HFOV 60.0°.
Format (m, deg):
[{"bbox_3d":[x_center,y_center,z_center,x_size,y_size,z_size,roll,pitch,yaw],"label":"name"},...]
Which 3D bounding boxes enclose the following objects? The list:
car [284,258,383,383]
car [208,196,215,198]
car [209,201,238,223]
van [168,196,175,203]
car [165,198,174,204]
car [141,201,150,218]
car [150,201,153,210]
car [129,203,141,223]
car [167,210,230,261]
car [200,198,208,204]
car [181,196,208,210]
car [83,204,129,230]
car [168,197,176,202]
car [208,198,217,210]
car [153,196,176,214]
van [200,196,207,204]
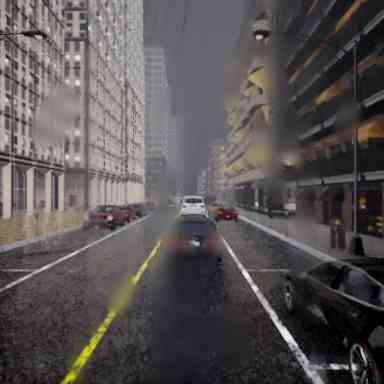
[{"bbox_3d":[2.697,1.600,4.855,1.947,1.339,4.313,0,0,0],"label":"car"},{"bbox_3d":[3.069,1.632,57.288,2.150,2.045,5.566,0,0,0],"label":"car"},{"bbox_3d":[2.723,1.735,27.449,1.887,1.381,4.507,0,0,0],"label":"car"},{"bbox_3d":[-5.582,2.000,89.594,1.690,1.788,3.998,0,0,0],"label":"van"},{"bbox_3d":[-5.588,2.180,83.943,1.947,1.339,4.313,0,0,0],"label":"car"},{"bbox_3d":[-5.650,1.797,33.108,1.947,1.339,4.313,0,0,0],"label":"car"},{"bbox_3d":[-5.636,1.894,44.405,1.802,1.307,4.206,0,0,0],"label":"car"},{"bbox_3d":[-5.657,1.774,27.459,1.802,1.307,4.206,0,0,0],"label":"car"},{"bbox_3d":[0.102,1.636,12.559,2.033,1.411,5.357,0,0,0],"label":"car"},{"bbox_3d":[2.785,2.151,78.285,1.802,1.307,4.206,0,0,0],"label":"car"},{"bbox_3d":[0.131,1.444,31.833,2.150,2.045,5.566,0,0,0],"label":"car"},{"bbox_3d":[-5.664,1.593,21.812,1.967,1.590,4.097,0,0,0],"label":"car"},{"bbox_3d":[-5.575,2.255,95.240,2.008,1.369,4.403,0,0,0],"label":"car"},{"bbox_3d":[2.737,1.797,38.916,1.752,1.417,4.829,0,0,0],"label":"car"},{"bbox_3d":[-3.045,1.633,40.118,2.097,1.767,4.553,0,0,0],"label":"car"},{"bbox_3d":[2.792,1.954,83.935,1.690,1.788,3.998,0,0,0],"label":"van"}]
